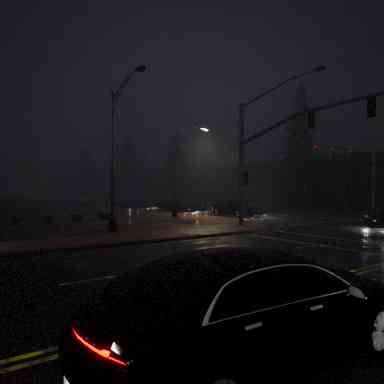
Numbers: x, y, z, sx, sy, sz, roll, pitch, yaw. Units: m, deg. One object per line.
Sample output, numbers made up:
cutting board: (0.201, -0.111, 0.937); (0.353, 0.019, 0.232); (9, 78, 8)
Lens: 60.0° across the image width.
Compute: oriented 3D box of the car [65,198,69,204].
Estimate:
car: (-21.666, 1.352, 63.006); (4.553, 1.767, 2.097); (0, 0, 14)

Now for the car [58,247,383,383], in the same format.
car: (0.858, 1.505, 4.408); (4.892, 1.490, 1.837); (0, 0, -35)

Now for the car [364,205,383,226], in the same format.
car: (13.281, 1.525, 22.070); (4.674, 1.442, 1.812); (0, 0, -36)

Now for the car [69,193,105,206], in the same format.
car: (-16.664, 1.221, 54.051); (5.566, 2.045, 2.150); (0, 0, 20)

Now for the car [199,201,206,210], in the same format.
car: (-0.311, 1.505, 41.936); (1.837, 1.490, 4.892); (0, 0, -41)

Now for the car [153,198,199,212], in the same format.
car: (-1.964, 1.547, 38.708); (2.033, 1.411, 5.357); (0, 0, -39)

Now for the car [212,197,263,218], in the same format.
car: (3.840, 1.505, 30.883); (1.837, 1.490, 4.892); (0, 0, -36)

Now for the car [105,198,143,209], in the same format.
car: (-9.429, 1.526, 45.785); (4.674, 1.442, 1.812); (0, 0, 36)

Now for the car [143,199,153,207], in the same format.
car: (-7.659, 1.564, 48.762); (4.181, 1.385, 1.994); (0, 0, 35)
